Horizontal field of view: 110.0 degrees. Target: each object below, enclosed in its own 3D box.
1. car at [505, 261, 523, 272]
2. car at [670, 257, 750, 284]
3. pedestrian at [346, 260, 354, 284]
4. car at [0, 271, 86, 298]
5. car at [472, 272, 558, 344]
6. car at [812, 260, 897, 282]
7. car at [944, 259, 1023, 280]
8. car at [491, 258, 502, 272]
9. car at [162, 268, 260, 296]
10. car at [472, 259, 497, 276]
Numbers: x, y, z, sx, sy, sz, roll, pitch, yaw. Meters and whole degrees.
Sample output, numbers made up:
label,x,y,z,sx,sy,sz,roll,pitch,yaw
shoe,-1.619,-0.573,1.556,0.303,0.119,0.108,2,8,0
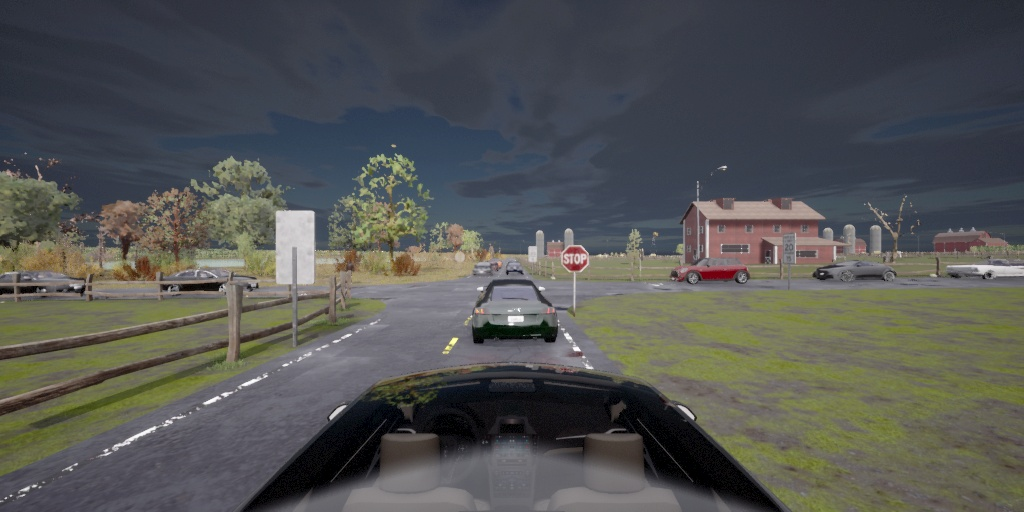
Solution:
label,x,y,z,sx,sy,sz,roll,pitch,yaw
car,0.240,1.292,40.325,2.033,1.411,5.357,0,0,-1
car,12.851,0.883,23.531,4.553,1.767,2.097,-1,0,2
pedestrian,-12.122,1.161,26.731,0.375,1.860,0.375,0,1,1
car,-27.806,1.616,21.024,4.902,1.511,2.128,-1,0,2
car,-0.009,1.312,9.662,1.994,1.385,4.181,0,0,-3
car,22.238,0.959,23.388,4.181,1.385,1.994,-1,0,1
car,31.432,0.858,23.303,4.718,1.301,1.895,-1,0,1
car,-2.760,1.307,46.823,1.994,1.385,4.181,0,0,1
car,-17.435,1.473,20.827,4.902,1.511,2.128,-1,0,1
car,-2.842,1.270,36.403,1.812,1.442,4.674,0,0,2
